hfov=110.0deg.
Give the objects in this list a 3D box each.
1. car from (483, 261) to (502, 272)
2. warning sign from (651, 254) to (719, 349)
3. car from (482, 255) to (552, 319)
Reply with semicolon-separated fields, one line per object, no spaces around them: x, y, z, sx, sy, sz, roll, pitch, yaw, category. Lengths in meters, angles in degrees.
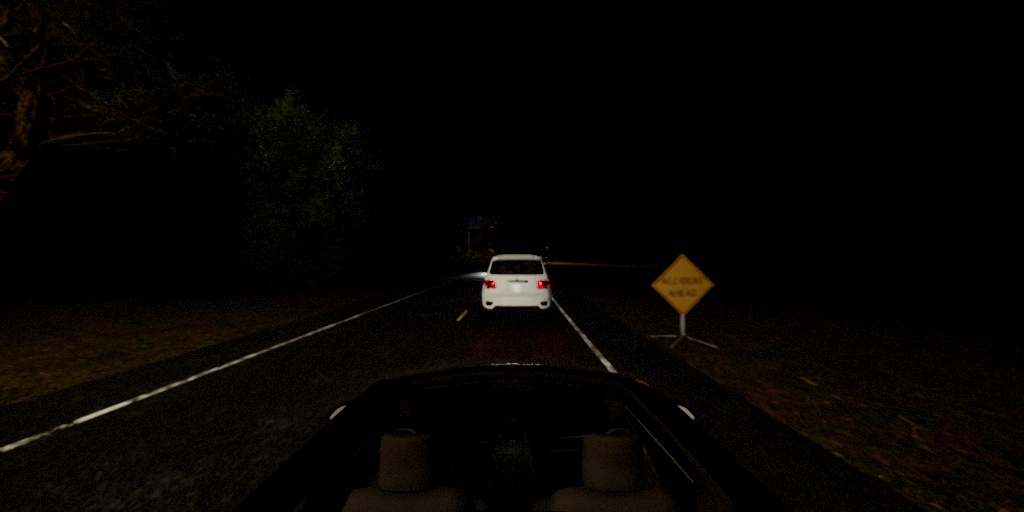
-2.381;1.284;44.743;1.895;1.301;4.718;0;0;3;car
3.571;0.879;7.501;1.300;1.860;1.060;0;0;0;warning sign
0.186;0.984;12.998;2.150;2.045;5.566;0;0;1;car
